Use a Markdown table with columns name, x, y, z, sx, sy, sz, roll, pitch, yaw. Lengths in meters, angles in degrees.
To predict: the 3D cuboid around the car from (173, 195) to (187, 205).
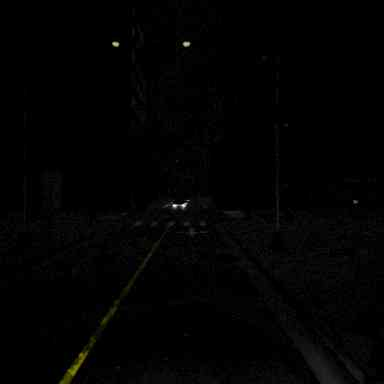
| name | x | y | z | sx | sy | sz | roll | pitch | yaw |
| --- | --- | --- | --- | --- | --- | --- | --- | --- | --- |
| car | -2.252 | 1.573 | 58.459 | 1.837 | 1.490 | 4.892 | 0 | 2 | 0 |
